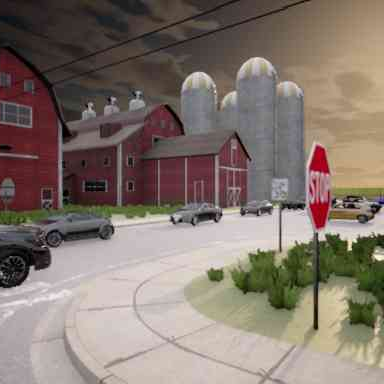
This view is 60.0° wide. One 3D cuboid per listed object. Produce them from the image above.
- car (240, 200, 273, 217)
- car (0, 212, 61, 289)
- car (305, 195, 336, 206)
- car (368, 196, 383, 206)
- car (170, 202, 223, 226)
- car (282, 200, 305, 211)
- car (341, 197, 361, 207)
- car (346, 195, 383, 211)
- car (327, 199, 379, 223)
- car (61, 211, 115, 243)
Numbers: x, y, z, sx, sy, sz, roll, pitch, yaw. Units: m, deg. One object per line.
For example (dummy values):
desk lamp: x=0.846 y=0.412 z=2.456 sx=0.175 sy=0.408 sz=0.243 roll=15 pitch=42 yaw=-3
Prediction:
car: x=6.310 y=1.515 z=32.111 sx=1.837 sy=1.490 sz=4.892 roll=0 pitch=0 yaw=35
car: x=-6.205 y=1.227 z=7.420 sx=5.566 sy=2.045 sz=2.150 roll=0 pitch=1 yaw=-38
car: x=15.364 y=1.229 z=38.740 sx=2.150 sy=2.045 sz=5.566 roll=0 pitch=0 yaw=35
car: x=32.521 y=1.485 z=56.384 sx=4.611 sy=1.667 sz=2.242 roll=0 pitch=0 yaw=35
car: x=0.397 y=1.501 z=23.537 sx=2.128 sy=1.511 sz=4.902 roll=0 pitch=0 yaw=35
car: x=12.355 y=1.611 z=40.827 sx=1.895 sy=1.301 sz=4.718 roll=0 pitch=0 yaw=35
car: x=25.837 y=1.554 z=53.939 sx=2.033 sy=1.411 sz=5.357 roll=0 pitch=0 yaw=35
car: x=18.672 y=1.318 z=36.531 sx=3.866 sy=1.878 sz=1.905 roll=0 pitch=0 yaw=35
car: x=11.424 y=1.510 z=25.148 sx=4.193 sy=1.474 sz=1.816 roll=0 pitch=0 yaw=35
car: x=-5.573 y=1.574 z=15.078 sx=1.994 sy=1.385 sz=4.181 roll=0 pitch=0 yaw=38
